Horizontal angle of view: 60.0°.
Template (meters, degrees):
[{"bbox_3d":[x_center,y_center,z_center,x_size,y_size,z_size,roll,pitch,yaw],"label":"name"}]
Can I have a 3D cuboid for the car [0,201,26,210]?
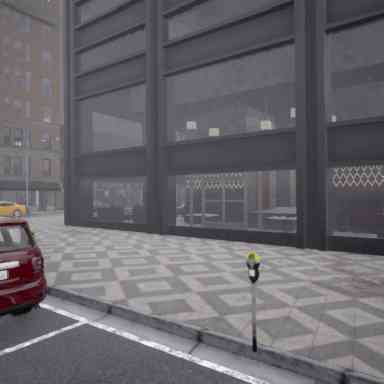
[{"bbox_3d":[-18.286,1.642,31.184,1.882,1.535,5.008,-1,-1,36],"label":"car"}]

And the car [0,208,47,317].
[{"bbox_3d":[-4.778,1.317,6.267,5.009,1.841,2.192,0,-1,35],"label":"car"}]
